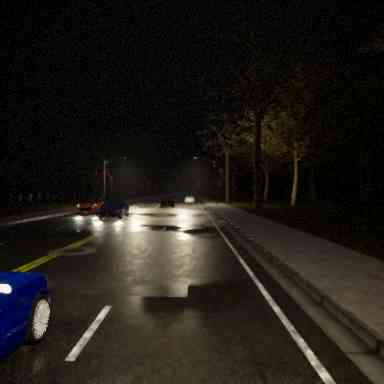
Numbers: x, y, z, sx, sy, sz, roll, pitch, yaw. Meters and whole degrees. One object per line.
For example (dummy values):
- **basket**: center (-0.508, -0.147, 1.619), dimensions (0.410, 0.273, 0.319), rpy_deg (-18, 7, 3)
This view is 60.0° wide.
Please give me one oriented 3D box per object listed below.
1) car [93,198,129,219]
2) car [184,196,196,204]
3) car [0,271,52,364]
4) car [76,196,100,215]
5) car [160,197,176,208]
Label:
- **car**: center (-6.682, 1.448, 28.666), dimensions (1.882, 1.535, 5.008), rpy_deg (0, 0, 0)
- **car**: center (-0.372, 1.484, 61.595), dimensions (1.812, 1.442, 4.674), rpy_deg (0, 0, -1)
- **car**: center (-3.155, 1.474, 3.310), dimensions (1.882, 1.535, 5.008), rpy_deg (0, 0, 0)
- **car**: center (-9.953, 1.319, 33.250), dimensions (2.097, 1.767, 4.553), rpy_deg (0, 0, 0)
- **car**: center (-3.371, 1.439, 47.023), dimensions (1.882, 1.535, 5.008), rpy_deg (0, 0, 0)
